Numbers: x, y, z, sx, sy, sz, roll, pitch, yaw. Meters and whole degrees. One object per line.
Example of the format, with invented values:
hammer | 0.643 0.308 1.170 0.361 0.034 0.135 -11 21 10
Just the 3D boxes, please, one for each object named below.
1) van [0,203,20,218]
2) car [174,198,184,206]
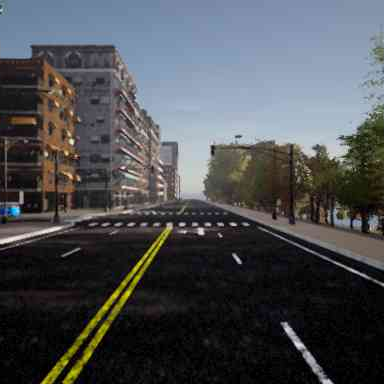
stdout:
van | -22.717 2.149 39.690 3.998 1.788 1.690 -1 0 -1
car | -3.224 2.366 81.009 2.150 2.045 5.566 0 -1 0
